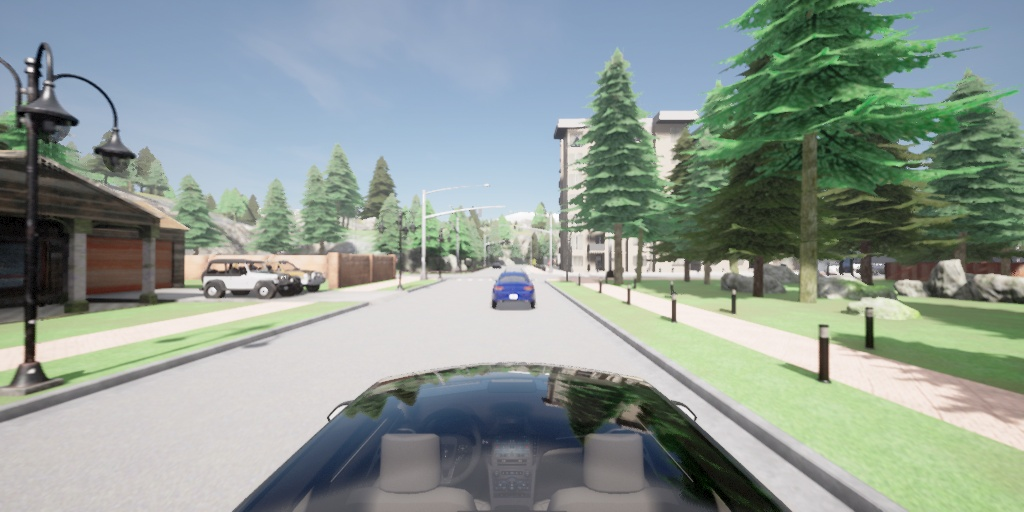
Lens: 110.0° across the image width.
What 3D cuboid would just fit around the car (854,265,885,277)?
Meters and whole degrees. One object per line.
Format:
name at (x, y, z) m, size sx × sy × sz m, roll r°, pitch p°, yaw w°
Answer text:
car at (44.532, 1.726, 43.016) m, size 5.357 × 1.411 × 2.033 m, roll 0°, pitch -1°, yaw 2°

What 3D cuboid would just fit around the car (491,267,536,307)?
car at (0.073, 1.417, 16.141) m, size 1.812 × 1.442 × 4.674 m, roll 0°, pitch 0°, yaw 0°
